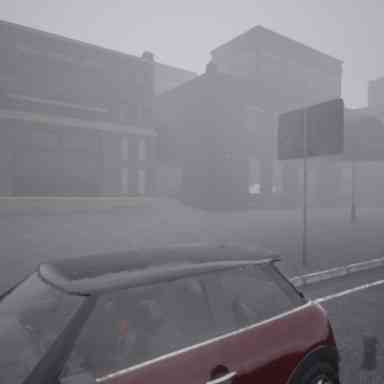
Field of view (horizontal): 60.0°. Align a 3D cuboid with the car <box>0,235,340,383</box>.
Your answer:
[{"bbox_3d":[-0.807,1.353,2.802,4.553,1.767,2.097,0,0,-35],"label":"car"}]
